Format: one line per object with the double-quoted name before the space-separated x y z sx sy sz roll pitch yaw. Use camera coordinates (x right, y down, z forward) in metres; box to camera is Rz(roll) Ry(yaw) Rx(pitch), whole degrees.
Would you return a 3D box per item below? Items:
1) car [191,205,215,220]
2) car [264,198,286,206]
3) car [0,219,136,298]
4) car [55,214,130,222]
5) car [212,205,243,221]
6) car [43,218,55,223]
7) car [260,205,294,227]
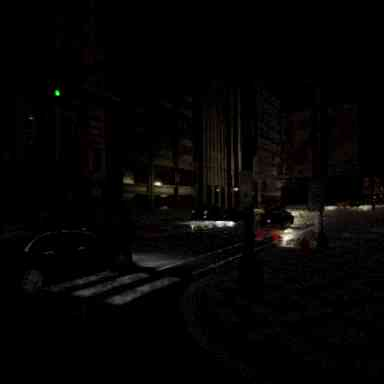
"car" 1.738 2.252 37.859 2.097 1.767 4.553 -2 -2 31
"car" 12.331 1.924 49.250 2.150 2.045 5.566 -2 -2 31
"car" -3.723 1.725 9.257 1.837 1.490 4.892 -2 -2 31
"car" -5.283 2.023 19.604 1.812 1.442 4.674 -2 -1 32
"car" 4.316 2.378 35.827 1.994 1.385 4.181 -2 -2 31
"car" -7.867 2.129 21.602 2.033 1.411 5.357 -2 -2 31
"car" 7.066 2.083 27.525 1.812 1.442 4.674 -2 -2 31
